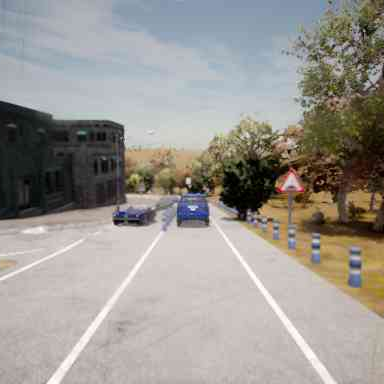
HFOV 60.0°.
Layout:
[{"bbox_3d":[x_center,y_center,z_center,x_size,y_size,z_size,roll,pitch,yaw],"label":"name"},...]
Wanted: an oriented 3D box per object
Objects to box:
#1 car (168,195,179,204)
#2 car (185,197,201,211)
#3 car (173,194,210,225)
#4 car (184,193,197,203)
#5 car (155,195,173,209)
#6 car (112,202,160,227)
[{"bbox_3d":[-3.480,1.355,63.405,2.033,1.411,5.357,0,1,-3],"label":"car"},{"bbox_3d":[0.091,1.426,41.315,1.837,1.490,4.892,0,0,0],"label":"car"},{"bbox_3d":[0.089,1.157,23.605,2.150,2.045,5.566,0,1,1],"label":"car"},{"bbox_3d":[-0.335,1.116,64.578,2.097,1.767,4.553,-1,2,-4],"label":"car"},{"bbox_3d":[-3.348,1.428,41.235,1.837,1.490,4.892,0,0,0],"label":"car"},{"bbox_3d":[-3.728,1.539,22.247,1.895,1.301,4.718,0,-1,7],"label":"car"}]
